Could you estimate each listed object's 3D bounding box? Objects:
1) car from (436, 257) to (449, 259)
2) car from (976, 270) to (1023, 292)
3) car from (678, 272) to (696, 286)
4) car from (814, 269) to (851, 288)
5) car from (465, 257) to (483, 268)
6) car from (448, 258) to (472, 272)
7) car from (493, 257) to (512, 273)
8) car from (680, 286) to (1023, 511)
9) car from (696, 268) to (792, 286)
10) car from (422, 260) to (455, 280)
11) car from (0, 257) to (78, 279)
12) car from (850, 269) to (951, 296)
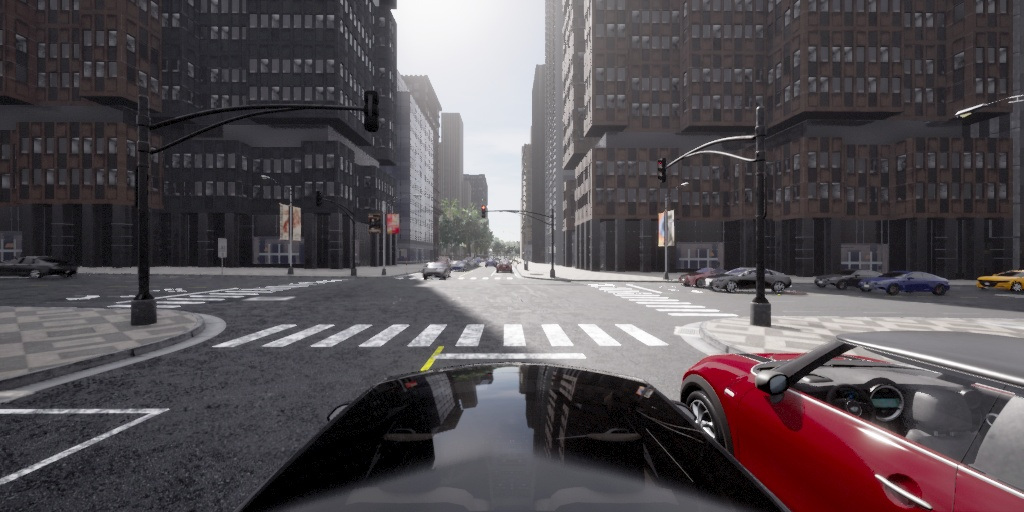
[{"bbox_3d":[-9.531,1.084,48.910,2.192,1.841,5.009,0,0,-1],"label":"car"},{"bbox_3d":[36.884,1.784,25.968,5.008,1.535,1.882,1,0,-1],"label":"car"},{"bbox_3d":[14.259,1.541,25.675,4.181,1.385,1.994,1,0,0],"label":"car"},{"bbox_3d":[24.534,1.652,25.814,4.674,1.442,1.812,1,0,-1],"label":"car"},{"bbox_3d":[-7.049,1.298,65.011,2.128,1.511,4.902,0,0,0],"label":"car"},{"bbox_3d":[-6.839,1.312,46.791,2.033,1.411,5.357,0,0,-1],"label":"car"},{"bbox_3d":[-0.930,1.197,43.604,1.967,1.591,4.097,0,0,-1],"label":"car"},{"bbox_3d":[2.760,1.190,2.240,1.967,1.591,4.097,0,0,0],"label":"car"},{"bbox_3d":[14.675,1.478,22.433,4.902,1.511,2.128,1,0,-1],"label":"car"},{"bbox_3d":[-6.441,1.273,31.076,2.033,1.411,5.357,0,0,-4],"label":"car"},{"bbox_3d":[-33.497,0.806,25.028,4.892,1.490,1.837,1,0,-1],"label":"car"},{"bbox_3d":[24.615,1.656,22.554,4.674,1.442,1.812,1,0,-1],"label":"car"}]
